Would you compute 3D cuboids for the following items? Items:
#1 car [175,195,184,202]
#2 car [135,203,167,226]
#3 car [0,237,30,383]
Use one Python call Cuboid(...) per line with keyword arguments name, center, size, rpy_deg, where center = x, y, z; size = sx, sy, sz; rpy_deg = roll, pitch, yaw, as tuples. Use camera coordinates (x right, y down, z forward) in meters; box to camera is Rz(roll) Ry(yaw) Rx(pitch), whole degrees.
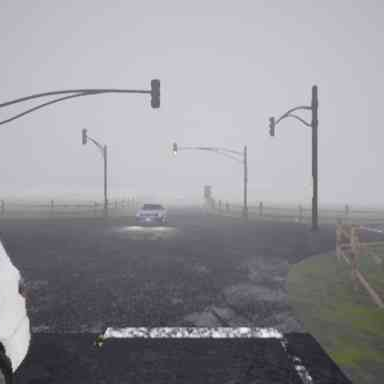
Cuboid(name="car", center=(-2.654, 1.436, 70.544), size=(2.033, 1.411, 5.357), rpy_deg=(0, 0, 0))
Cuboid(name="car", center=(-2.776, 1.486, 23.420), size=(1.812, 1.442, 4.674), rpy_deg=(1, 0, 0))
Cuboid(name="car", center=(-2.751, 1.226, 1.207), size=(2.150, 2.045, 5.566), rpy_deg=(0, 0, 0))
